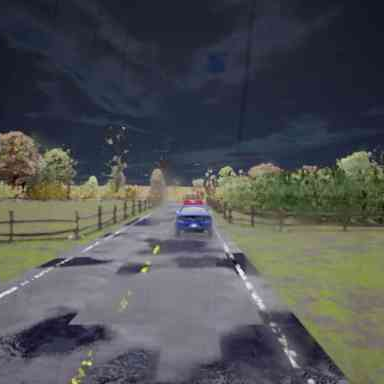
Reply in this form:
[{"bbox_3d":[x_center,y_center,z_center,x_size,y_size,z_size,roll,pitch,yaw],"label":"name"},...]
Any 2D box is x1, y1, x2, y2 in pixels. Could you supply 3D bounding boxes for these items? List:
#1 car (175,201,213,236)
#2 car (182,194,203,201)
[{"bbox_3d":[0.103,1.473,18.546,1.882,1.535,5.008,0,0,0],"label":"car"},{"bbox_3d":[0.103,1.207,37.961,2.150,2.045,5.566,0,0,0],"label":"car"}]
